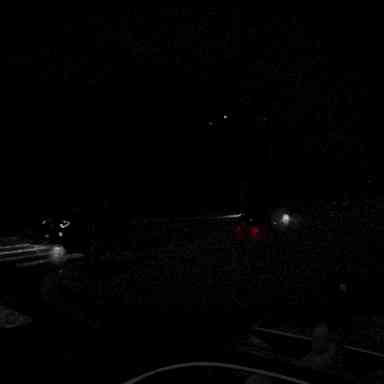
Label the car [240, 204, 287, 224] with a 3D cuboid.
[{"bbox_3d":[5.870,1.897,27.460,1.895,1.301,4.718,2,0,36],"label":"car"}]

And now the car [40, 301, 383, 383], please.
[{"bbox_3d":[0.634,1.551,2.339,4.403,1.369,2.008,0,1,36],"label":"car"}]

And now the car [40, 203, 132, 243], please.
[{"bbox_3d":[-5.271,1.433,16.923,2.097,1.767,4.553,2,0,36],"label":"car"}]

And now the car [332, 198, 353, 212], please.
[{"bbox_3d":[23.767,1.963,52.502,2.150,2.045,5.566,2,0,36],"label":"car"}]

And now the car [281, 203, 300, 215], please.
[{"bbox_3d":[11.495,2.012,40.361,1.895,1.301,4.718,2,0,36],"label":"car"}]
